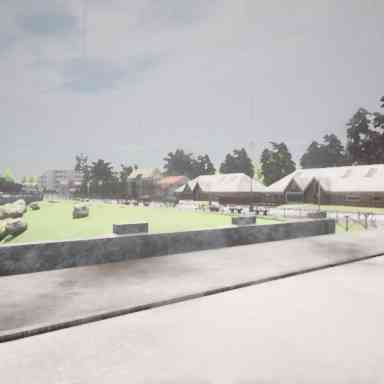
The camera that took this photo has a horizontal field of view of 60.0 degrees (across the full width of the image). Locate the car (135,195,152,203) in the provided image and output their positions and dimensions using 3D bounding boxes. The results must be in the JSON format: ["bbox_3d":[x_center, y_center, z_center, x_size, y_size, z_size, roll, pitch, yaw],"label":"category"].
[{"bbox_3d":[-10.097,1.491,68.968,1.837,1.490,4.892,0,0,-35],"label":"car"}]

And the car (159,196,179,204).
[{"bbox_3d":[-4.211,1.481,60.696,2.128,1.511,4.902,0,0,-35],"label":"car"}]
